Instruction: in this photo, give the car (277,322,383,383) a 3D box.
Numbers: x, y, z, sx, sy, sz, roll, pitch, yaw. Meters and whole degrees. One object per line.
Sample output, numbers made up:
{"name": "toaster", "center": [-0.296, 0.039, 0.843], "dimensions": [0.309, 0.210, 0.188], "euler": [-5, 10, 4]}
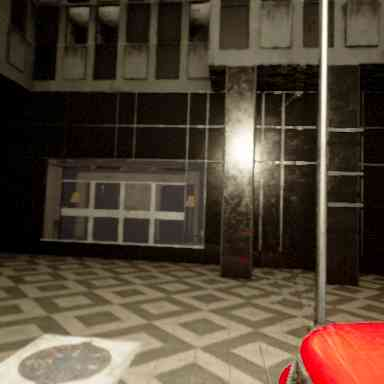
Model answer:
{"name": "car", "center": [3.388, 1.513, 2.018], "dimensions": [5.566, 2.045, 2.150], "euler": [2, -3, 6]}
